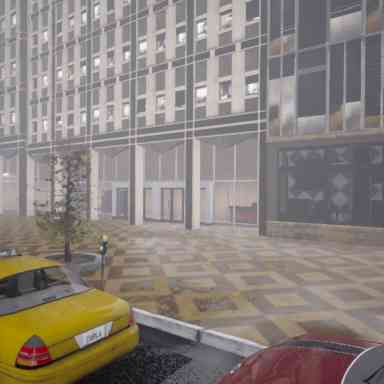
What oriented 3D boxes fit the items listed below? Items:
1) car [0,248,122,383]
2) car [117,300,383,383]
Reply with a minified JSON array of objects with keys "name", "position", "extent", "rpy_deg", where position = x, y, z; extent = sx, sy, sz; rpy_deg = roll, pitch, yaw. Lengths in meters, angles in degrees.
[{"name":"car","position":[-2.944,1.524,4.967],"extent":[4.829,1.417,1.752],"rpy_deg":[0,1,36]},{"name":"car","position":[1.820,1.440,1.566],"extent":[4.097,1.590,1.967],"rpy_deg":[0,1,36]}]
